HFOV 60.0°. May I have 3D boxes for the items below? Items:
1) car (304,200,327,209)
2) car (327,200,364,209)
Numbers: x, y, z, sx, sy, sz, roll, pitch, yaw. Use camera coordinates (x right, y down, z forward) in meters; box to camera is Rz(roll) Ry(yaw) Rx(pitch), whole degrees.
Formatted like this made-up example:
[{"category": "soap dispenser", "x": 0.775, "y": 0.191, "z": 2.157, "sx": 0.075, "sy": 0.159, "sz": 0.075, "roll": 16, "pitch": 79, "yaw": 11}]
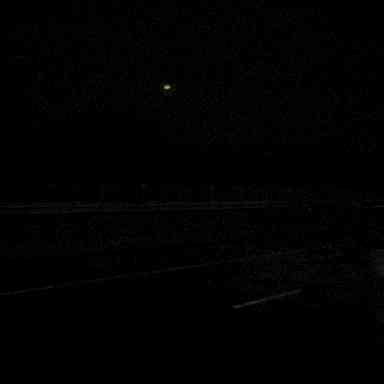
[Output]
[{"category": "car", "x": 15.628, "y": 1.765, "z": 40.141, "sx": 4.892, "sy": 1.490, "sz": 1.837, "roll": 1, "pitch": 0, "yaw": -33}, {"category": "car", "x": 17.519, "y": 1.821, "z": 37.196, "sx": 4.181, "sy": 1.385, "sz": 1.994, "roll": 0, "pitch": 0, "yaw": -33}]
